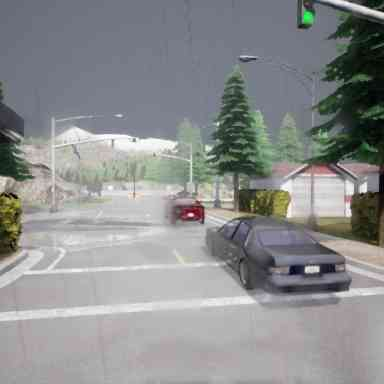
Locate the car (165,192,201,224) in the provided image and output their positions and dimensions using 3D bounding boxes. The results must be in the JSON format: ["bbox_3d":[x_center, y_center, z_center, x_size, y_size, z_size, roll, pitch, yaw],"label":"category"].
[{"bbox_3d":[-0.538,1.020,20.282,1.882,1.535,5.008,0,1,-11],"label":"car"}]

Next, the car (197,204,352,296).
[{"bbox_3d":[1.763,1.360,8.675,2.033,1.411,5.357,0,3,-11],"label":"car"}]

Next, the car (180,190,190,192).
[{"bbox_3d":[-0.793,0.386,70.275,4.902,1.511,2.128,0,1,-11],"label":"car"}]
